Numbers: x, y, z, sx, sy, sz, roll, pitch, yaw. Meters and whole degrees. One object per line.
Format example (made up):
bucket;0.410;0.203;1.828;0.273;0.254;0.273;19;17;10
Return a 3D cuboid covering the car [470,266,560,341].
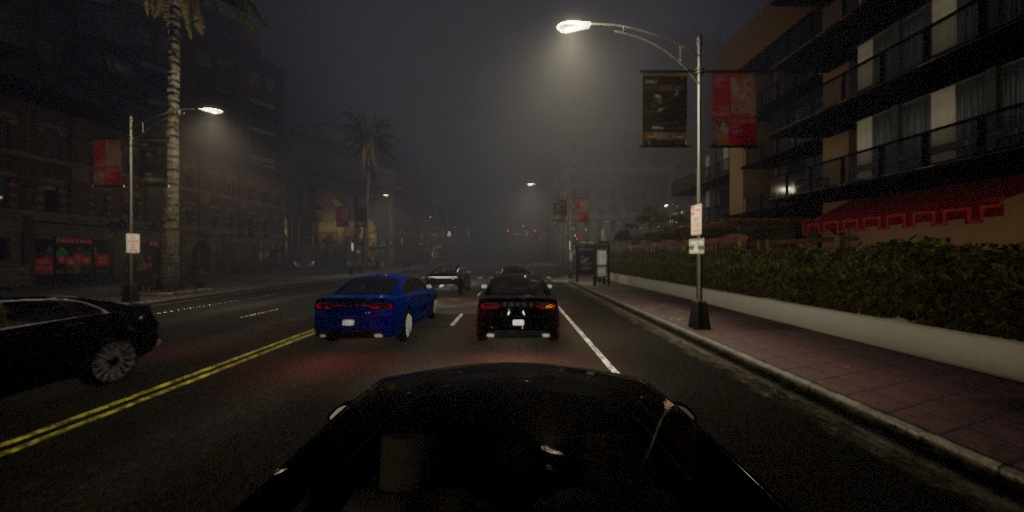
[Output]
car;0.137;1.216;9.853;1.882;1.535;5.008;0;0;0

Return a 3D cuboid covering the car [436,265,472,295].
car;-3.331;1.216;19.394;2.128;1.511;4.902;0;0;0

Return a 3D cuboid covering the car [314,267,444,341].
car;-3.359;1.216;9.818;1.882;1.535;5.008;0;0;0

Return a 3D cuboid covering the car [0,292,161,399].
car;-7.090;1.238;4.191;2.128;1.511;4.902;0;0;0
